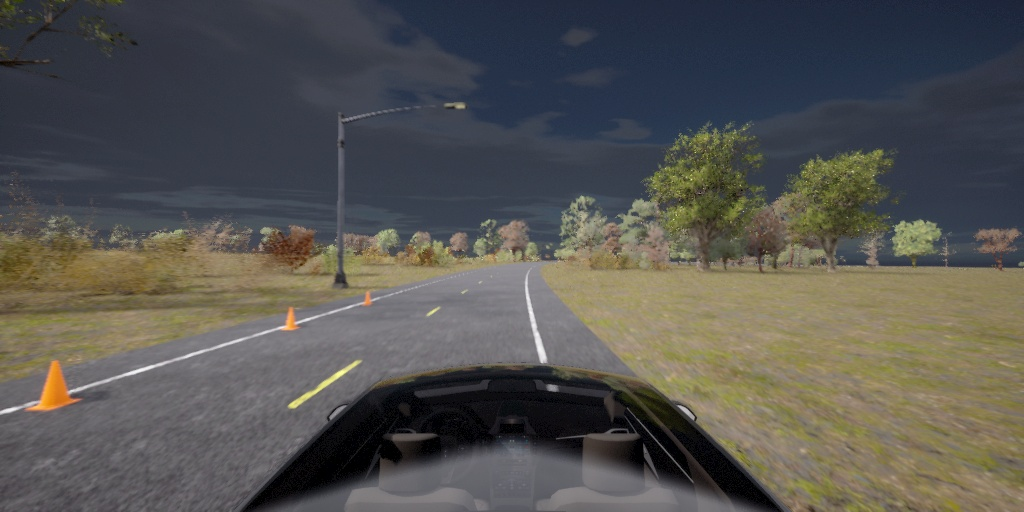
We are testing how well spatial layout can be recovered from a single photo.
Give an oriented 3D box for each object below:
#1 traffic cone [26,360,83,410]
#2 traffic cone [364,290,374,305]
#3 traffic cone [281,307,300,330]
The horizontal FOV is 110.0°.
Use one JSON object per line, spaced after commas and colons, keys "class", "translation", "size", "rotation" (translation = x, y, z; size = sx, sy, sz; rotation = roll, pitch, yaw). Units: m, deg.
{"class": "traffic cone", "translation": [-6.059, 1.682, 4.755], "size": [0.340, 0.580, 0.340], "rotation": [0, 0, 0]}
{"class": "traffic cone", "translation": [-5.948, 1.691, 14.805], "size": [0.340, 0.580, 0.340], "rotation": [0, 0, 1]}
{"class": "traffic cone", "translation": [-6.023, 1.686, 9.780], "size": [0.340, 0.580, 0.340], "rotation": [0, 0, 1]}
